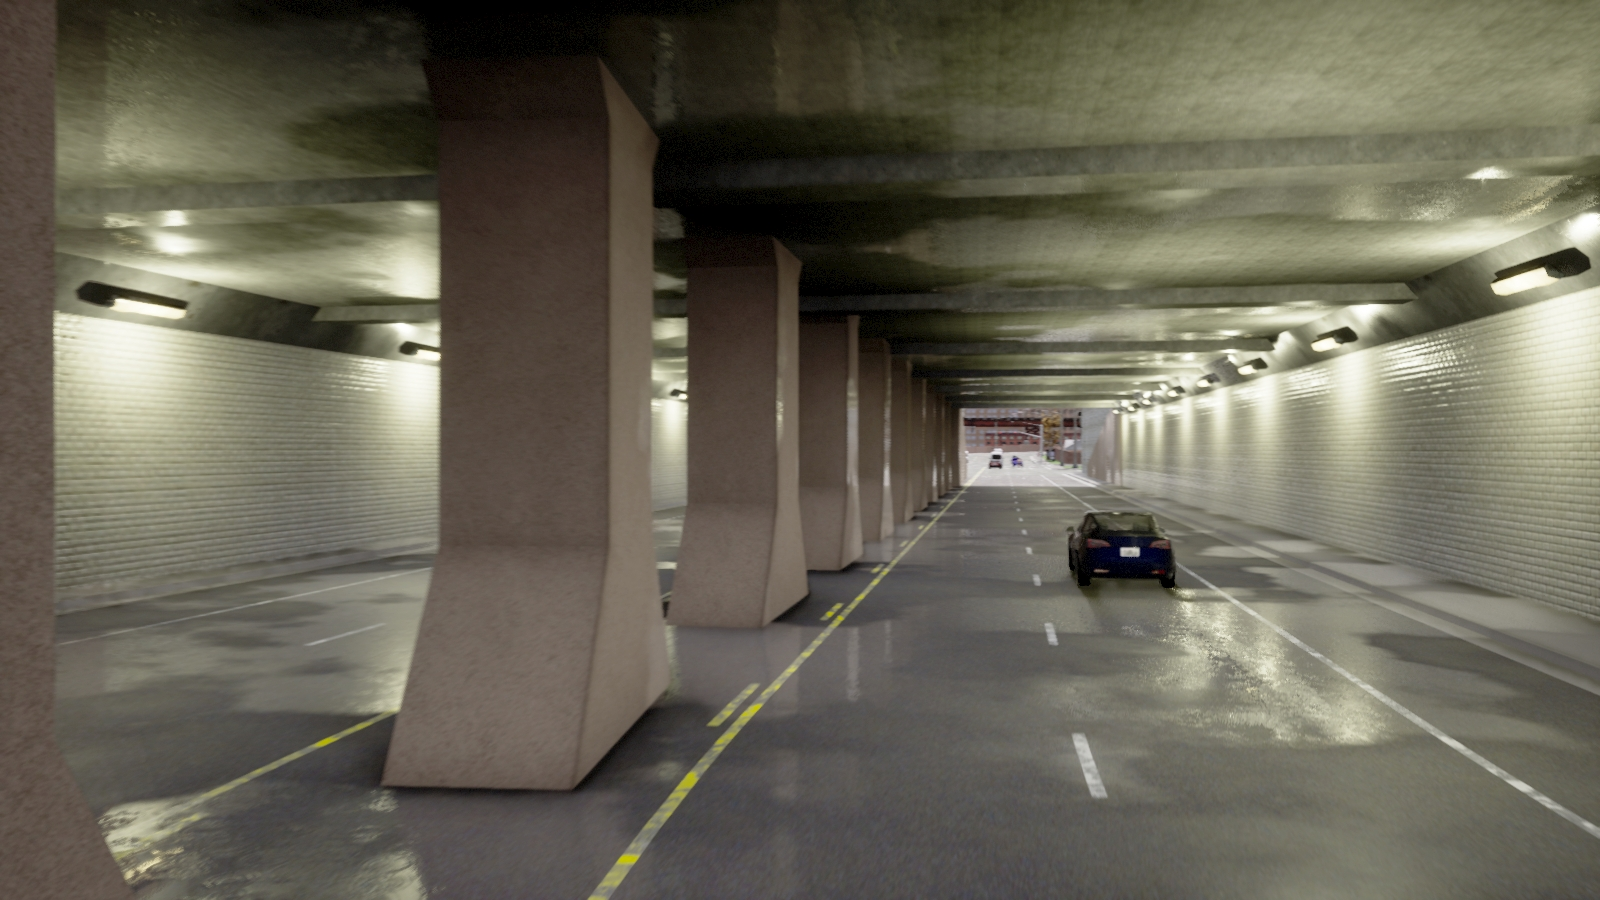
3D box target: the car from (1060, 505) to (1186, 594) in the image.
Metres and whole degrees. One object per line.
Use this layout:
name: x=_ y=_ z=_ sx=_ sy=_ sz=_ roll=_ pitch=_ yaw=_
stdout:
car: x=6.908 y=2.068 z=24.913 sx=2.163 sy=1.488 sz=4.792 roll=0 pitch=0 yaw=10
